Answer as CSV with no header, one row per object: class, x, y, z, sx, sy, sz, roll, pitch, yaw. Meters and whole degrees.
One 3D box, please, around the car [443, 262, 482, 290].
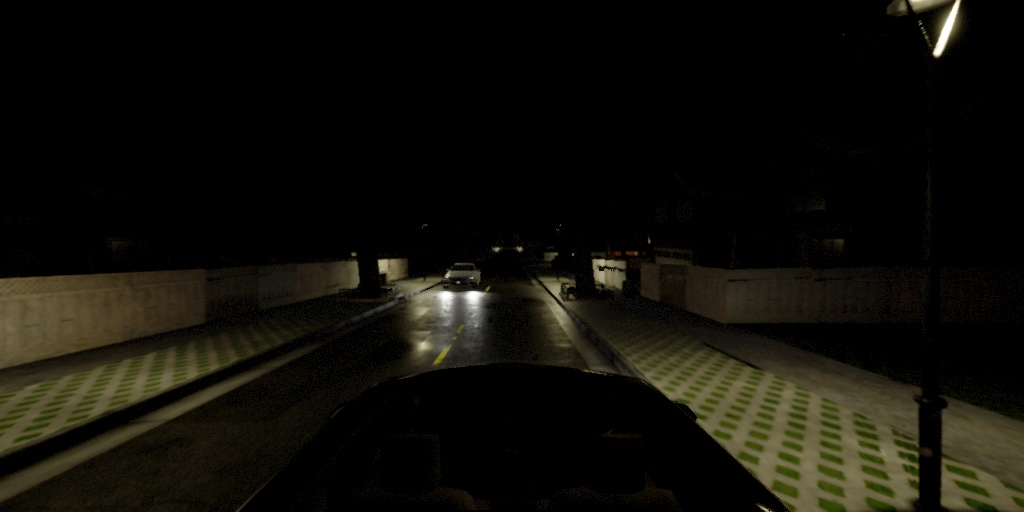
car,-2.845,1.121,21.386,1.812,1.442,4.674,0,1,0
